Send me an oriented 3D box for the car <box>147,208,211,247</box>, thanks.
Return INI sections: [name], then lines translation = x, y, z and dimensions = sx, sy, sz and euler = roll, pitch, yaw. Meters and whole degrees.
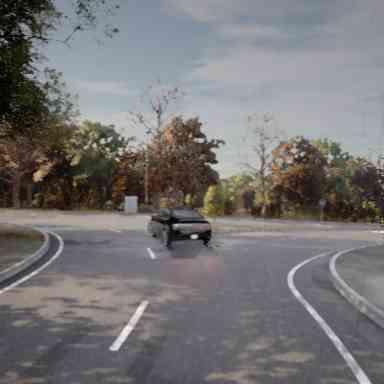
[car]
translation = -0.688, 1.472, 14.974
dimensions = 2.128, 1.511, 4.902
euler = 1, 0, -19
